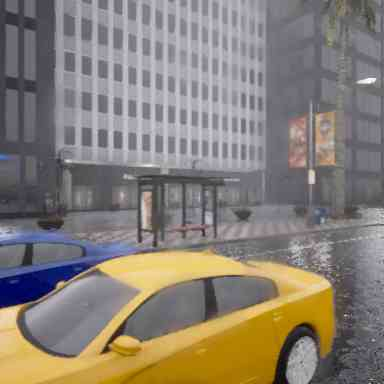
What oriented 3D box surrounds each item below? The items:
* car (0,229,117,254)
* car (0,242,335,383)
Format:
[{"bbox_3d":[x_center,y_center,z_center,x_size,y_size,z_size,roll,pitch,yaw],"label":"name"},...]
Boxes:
[{"bbox_3d":[-3.342,1.477,5.898,5.008,1.535,1.882,0,0,-35],"label":"car"},{"bbox_3d":[-0.479,1.478,3.639,5.008,1.535,1.882,0,0,-35],"label":"car"}]
